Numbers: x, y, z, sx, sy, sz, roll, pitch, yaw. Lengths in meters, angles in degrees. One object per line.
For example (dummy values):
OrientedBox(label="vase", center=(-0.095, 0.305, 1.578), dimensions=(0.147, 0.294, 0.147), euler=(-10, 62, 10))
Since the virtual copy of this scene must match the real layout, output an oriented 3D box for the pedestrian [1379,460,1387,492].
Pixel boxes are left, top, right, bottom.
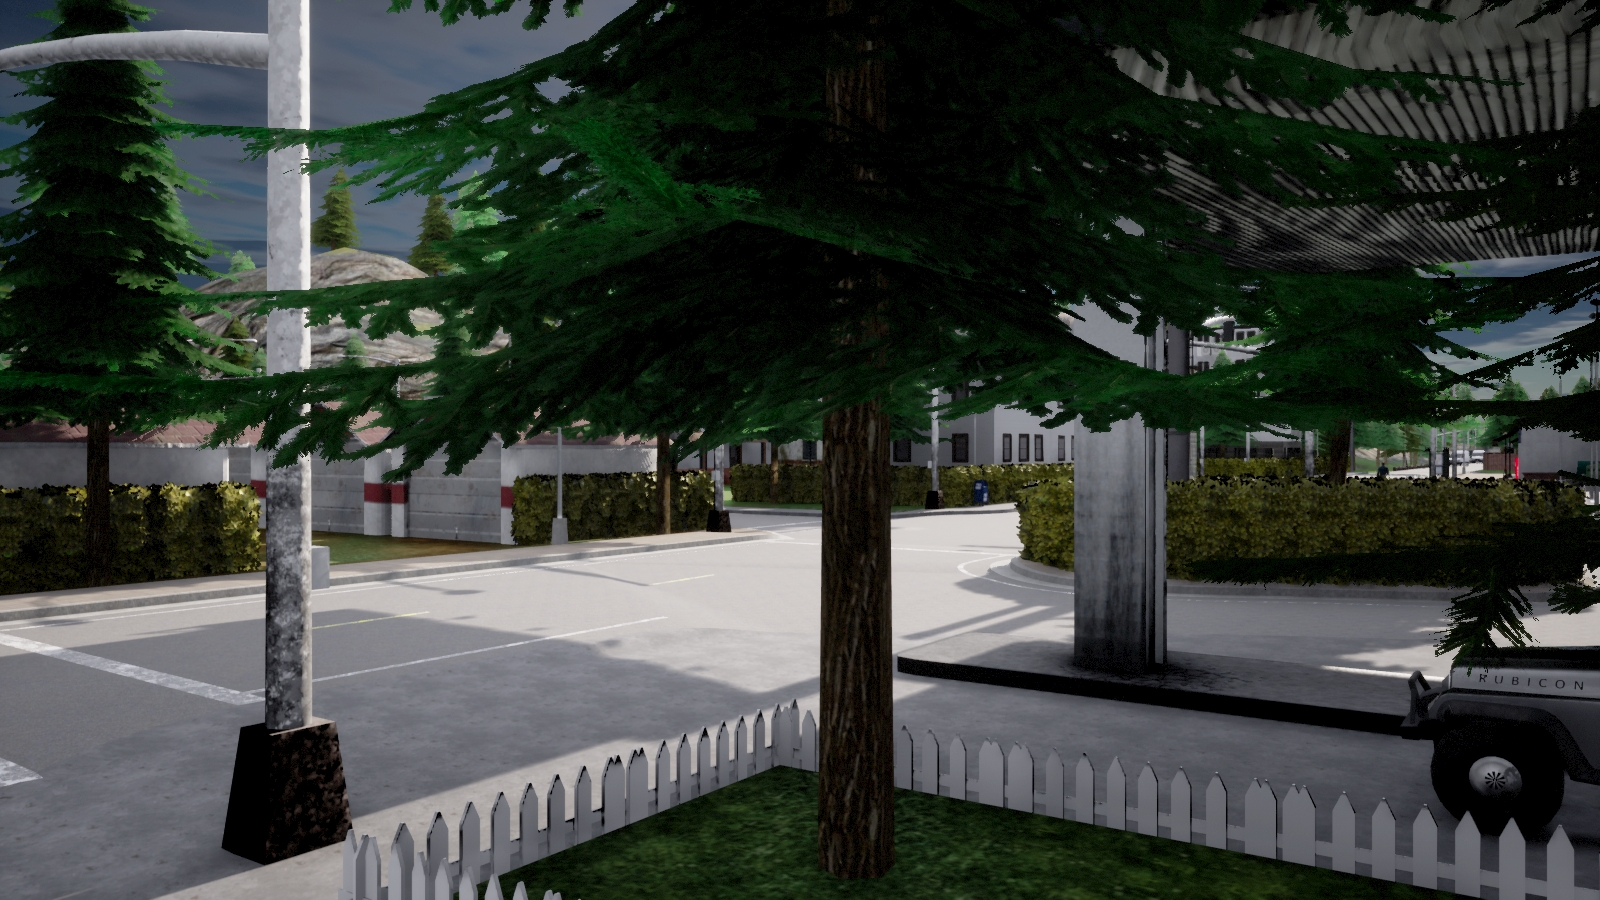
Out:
OrientedBox(label="pedestrian", center=(33.545, 1.502, 65.706), dimensions=(0.375, 1.860, 0.375), euler=(0, 0, 34))
